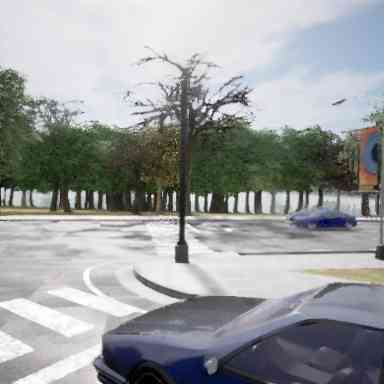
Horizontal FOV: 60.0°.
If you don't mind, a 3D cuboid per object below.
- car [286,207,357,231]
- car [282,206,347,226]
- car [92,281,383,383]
[{"bbox_3d":[10.246,2.112,25.827,5.008,1.535,1.882,1,1,-11],"label":"car"},{"bbox_3d":[10.705,2.096,29.231,4.902,1.511,2.128,1,1,-11],"label":"car"},{"bbox_3d":[1.517,1.548,2.679,5.357,1.411,2.033,0,0,37],"label":"car"}]
